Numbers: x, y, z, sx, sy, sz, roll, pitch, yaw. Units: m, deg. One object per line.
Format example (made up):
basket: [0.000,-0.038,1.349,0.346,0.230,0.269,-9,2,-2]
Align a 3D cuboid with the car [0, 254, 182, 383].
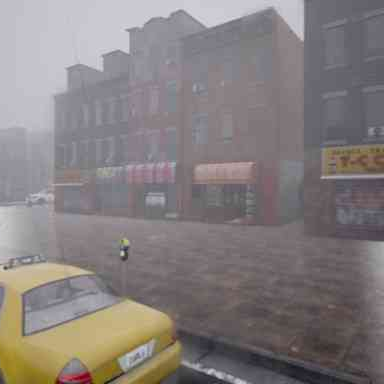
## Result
car: [-2.399,1.531,4.521,4.829,1.417,1.752,0,0,36]

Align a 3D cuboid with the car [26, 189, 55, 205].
car: [-19.061,0.603,44.432,2.150,2.045,5.566,0,2,35]
